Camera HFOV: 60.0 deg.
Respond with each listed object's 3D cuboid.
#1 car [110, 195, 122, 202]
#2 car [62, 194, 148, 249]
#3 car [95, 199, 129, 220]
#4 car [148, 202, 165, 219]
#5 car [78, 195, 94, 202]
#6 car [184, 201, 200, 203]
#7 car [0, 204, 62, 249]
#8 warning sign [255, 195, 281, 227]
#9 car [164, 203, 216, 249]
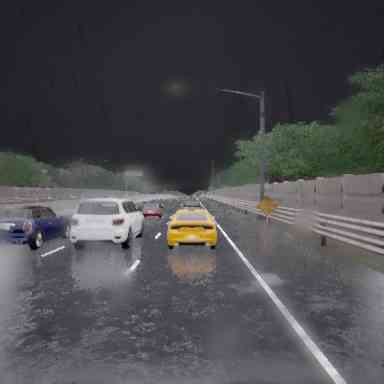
[{"bbox_3d":[-17.500,1.439,76.725,1.837,1.490,4.892,0,0,0],"label":"car"},{"bbox_3d":[-3.500,1.261,14.681,2.150,2.045,5.566,0,0,0],"label":"car"},{"bbox_3d":[-7.000,1.490,29.651,1.882,1.535,5.008,0,0,0],"label":"car"},{"bbox_3d":[-3.500,1.577,29.651,1.994,1.385,4.181,0,0,0],"label":"car"},{"bbox_3d":[-24.500,1.464,76.725,2.128,1.511,4.902,0,0,0],"label":"car"},{"bbox_3d":[0.000,1.500,29.651,2.128,1.511,4.902,0,0,0],"label":"car"},{"bbox_3d":[-7.000,1.369,14.620,2.097,1.767,4.553,0,0,0],"label":"car"},{"bbox_3d":[4.538,1.119,20.062,1.300,1.860,1.060,-1,-1,0],"label":"warning sign"},{"bbox_3d":[0.000,1.488,14.650,1.882,1.535,5.008,0,0,0],"label":"car"}]
